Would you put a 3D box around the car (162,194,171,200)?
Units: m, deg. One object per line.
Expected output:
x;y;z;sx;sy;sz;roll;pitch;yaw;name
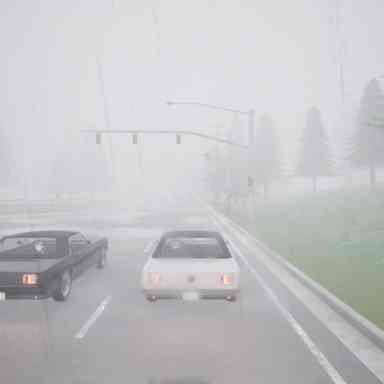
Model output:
-7.077;1.372;92.487;2.033;1.411;5.357;0;0;0;car

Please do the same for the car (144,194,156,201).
-10.569;1.587;82.511;1.895;1.301;4.718;0;0;0;car

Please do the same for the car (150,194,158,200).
-10.577;1.356;92.484;1.812;1.442;4.674;0;0;0;car

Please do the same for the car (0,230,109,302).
-3.494;1.601;8.233;1.895;1.301;4.718;0;0;0;car

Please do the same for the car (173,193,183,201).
-3.569;1.347;82.456;2.097;1.767;4.553;0;0;0;car

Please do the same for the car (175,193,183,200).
-3.577;1.187;92.460;2.097;1.767;4.553;0;0;0;car

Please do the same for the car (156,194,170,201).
-7.069;1.516;82.067;2.128;1.511;4.902;0;0;0;car

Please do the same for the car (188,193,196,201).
-0.069;1.516;82.073;2.128;1.511;4.902;0;0;0;car

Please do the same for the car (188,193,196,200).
-0.077;1.187;92.463;2.097;1.767;4.553;0;0;0;car

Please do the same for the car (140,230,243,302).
0.006;1.601;8.236;1.895;1.301;4.718;0;0;0;car
